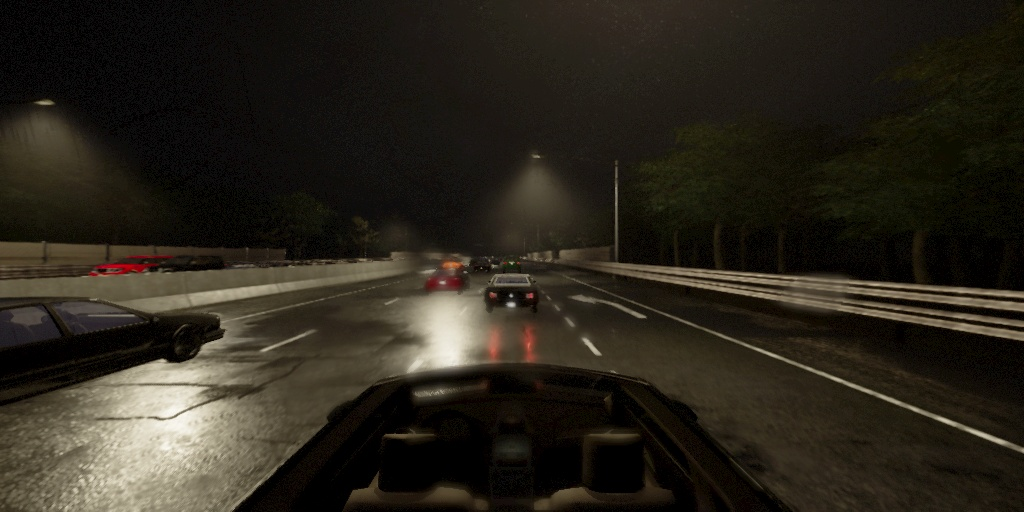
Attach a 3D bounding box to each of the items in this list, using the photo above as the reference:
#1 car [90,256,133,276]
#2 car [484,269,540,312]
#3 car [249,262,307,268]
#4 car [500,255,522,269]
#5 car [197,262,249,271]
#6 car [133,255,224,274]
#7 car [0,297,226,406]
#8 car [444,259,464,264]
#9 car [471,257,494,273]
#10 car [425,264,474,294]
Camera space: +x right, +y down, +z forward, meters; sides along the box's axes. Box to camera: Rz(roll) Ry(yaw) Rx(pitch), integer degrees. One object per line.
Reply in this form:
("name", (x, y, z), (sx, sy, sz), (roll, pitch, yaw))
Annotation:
("car", (-28.093, 0.976, 27.239), (2.150, 2.045, 5.566), (0, 0, 0))
("car", (-0.002, 1.354, 14.131), (1.895, 1.301, 4.718), (0, 0, 0))
("car", (-17.592, 1.258, 27.906), (1.837, 1.490, 4.892), (0, 1, 0))
("car", (-0.004, 0.965, 43.399), (2.150, 2.045, 5.566), (0, 0, 0))
("car", (-21.095, 1.356, 27.610), (1.895, 1.301, 4.718), (0, 0, 0))
("car", (-24.595, 0.976, 27.243), (2.150, 2.045, 5.566), (0, 0, 0))
("car", (-7.001, 1.296, 5.111), (2.033, 1.411, 5.357), (0, 0, 0))
("car", (-7.004, 1.095, 43.292), (2.097, 1.767, 4.553), (0, 0, 0))
("car", (-3.503, 1.221, 43.361), (1.882, 1.535, 5.008), (0, 0, 0))
("car", (-3.503, 1.320, 20.102), (1.994, 1.385, 4.181), (0, 0, 0))
